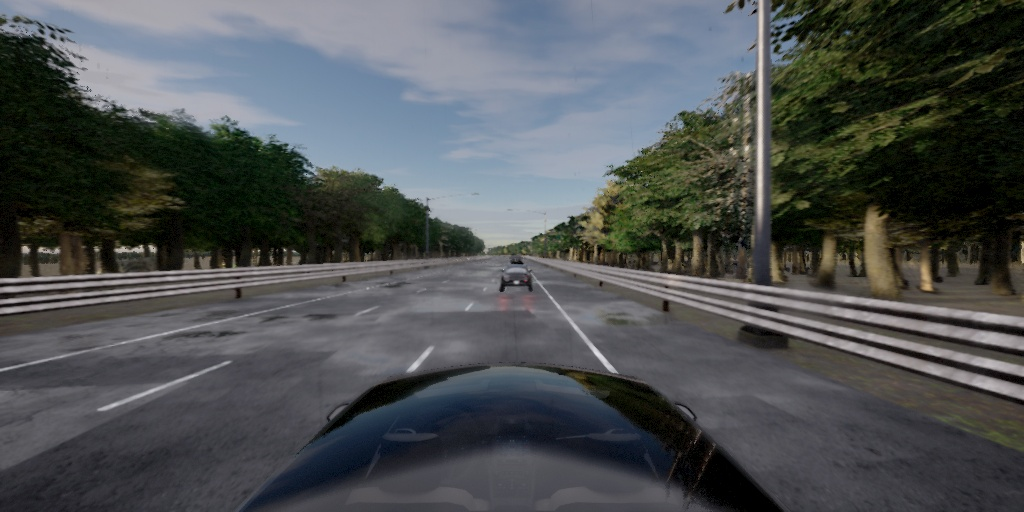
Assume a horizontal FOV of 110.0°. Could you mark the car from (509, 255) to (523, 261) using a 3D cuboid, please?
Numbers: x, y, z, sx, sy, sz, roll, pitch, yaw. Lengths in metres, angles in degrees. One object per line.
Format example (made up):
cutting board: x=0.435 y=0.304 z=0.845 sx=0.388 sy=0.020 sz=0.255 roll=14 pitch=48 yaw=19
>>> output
car: x=0.717 y=0.840 z=60.203 sx=2.150 sy=2.045 sz=5.566 roll=0 pitch=0 yaw=1

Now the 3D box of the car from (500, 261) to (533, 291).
car: x=0.266 y=1.247 z=21.736 sx=1.812 sy=1.442 sz=4.674 roll=0 pitch=0 yaw=1
